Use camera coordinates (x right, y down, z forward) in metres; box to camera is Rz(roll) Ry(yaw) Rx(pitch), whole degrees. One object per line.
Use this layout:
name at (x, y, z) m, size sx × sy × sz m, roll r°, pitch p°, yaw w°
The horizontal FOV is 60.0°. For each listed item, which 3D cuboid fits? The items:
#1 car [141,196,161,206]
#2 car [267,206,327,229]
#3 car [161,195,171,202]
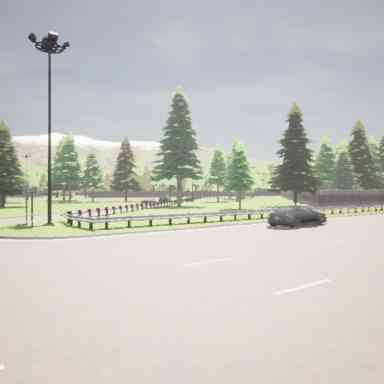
car at (-6.992, 1.600, 55.693) m, size 1.895 × 1.301 × 4.718 m, roll 0°, pitch 0°, yaw 6°
car at (6.808, 1.563, 21.474) m, size 4.181 × 1.385 × 1.994 m, roll 0°, pitch 0°, yaw -35°
car at (-5.640, 1.351, 69.779) m, size 2.097 × 1.767 × 4.553 m, roll 0°, pitch 0°, yaw 5°
